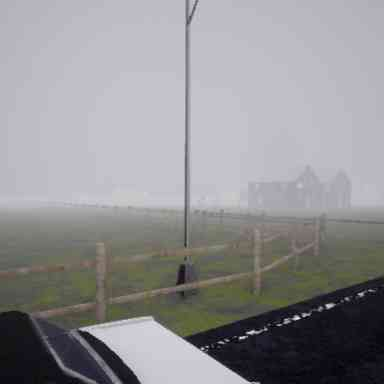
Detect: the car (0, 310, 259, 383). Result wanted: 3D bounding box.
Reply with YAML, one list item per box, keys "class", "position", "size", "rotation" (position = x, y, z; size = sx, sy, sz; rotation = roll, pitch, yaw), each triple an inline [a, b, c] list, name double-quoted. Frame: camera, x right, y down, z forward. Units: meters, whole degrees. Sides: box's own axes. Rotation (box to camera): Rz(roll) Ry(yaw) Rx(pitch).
- class: "car"
  position: [-1.857, 1.601, 1.784]
  size: [4.718, 1.301, 1.895]
  rotation: [0, 0, -35]
